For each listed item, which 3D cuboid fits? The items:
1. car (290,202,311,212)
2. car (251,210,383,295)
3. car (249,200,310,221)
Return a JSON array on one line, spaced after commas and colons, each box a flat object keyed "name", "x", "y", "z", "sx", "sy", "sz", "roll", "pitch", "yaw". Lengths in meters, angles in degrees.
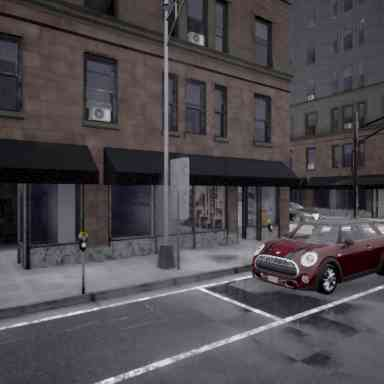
[{"name": "car", "x": 7.045, "y": 1.536, "z": 24.612, "sx": 2.128, "sy": 1.511, "sz": 4.902, "roll": 0, "pitch": 0, "yaw": -35}, {"name": "car", "x": 3.443, "y": 1.440, "z": 8.658, "sx": 4.097, "sy": 1.590, "sz": 1.967, "roll": 0, "pitch": 0, "yaw": -36}, {"name": "car", "x": 7.516, "y": 1.546, "z": 28.978, "sx": 2.128, "sy": 1.511, "sz": 4.902, "roll": 0, "pitch": 0, "yaw": -35}]
